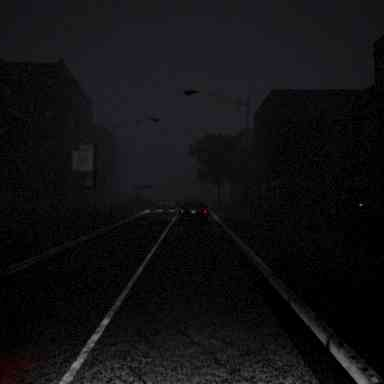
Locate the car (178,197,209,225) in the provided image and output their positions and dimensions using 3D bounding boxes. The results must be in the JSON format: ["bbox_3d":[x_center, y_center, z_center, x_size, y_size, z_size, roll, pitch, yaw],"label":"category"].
[{"bbox_3d":[0.098,1.378,24.733,2.097,1.767,4.553,0,0,0],"label":"car"}]

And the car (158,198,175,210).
[{"bbox_3d":[-3.206,1.531,42.206,1.812,1.442,4.674,0,0,0],"label":"car"}]

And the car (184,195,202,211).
[{"bbox_3d":[0.096,1.358,42.042,2.097,1.767,4.553,0,0,0],"label":"car"}]
